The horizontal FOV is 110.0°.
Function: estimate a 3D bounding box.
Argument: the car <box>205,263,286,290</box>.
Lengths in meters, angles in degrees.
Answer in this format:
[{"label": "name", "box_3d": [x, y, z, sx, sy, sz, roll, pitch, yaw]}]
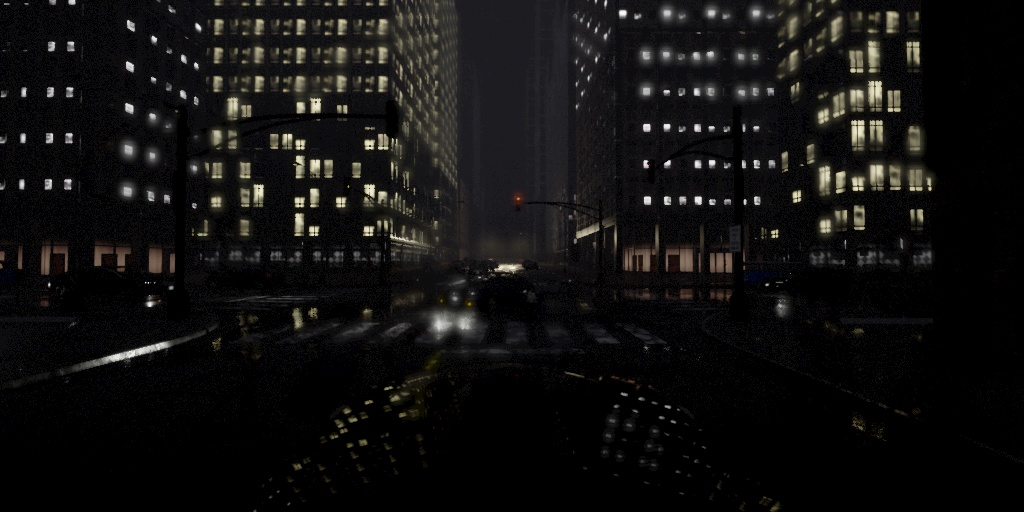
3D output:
[{"label": "car", "box_3d": [-16.492, 1.255, 22.231, 4.097, 1.591, 1.967, 0, 0, 0]}]

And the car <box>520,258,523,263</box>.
[{"label": "car", "box_3d": [2.694, 1.298, 60.204, 1.751, 1.417, 4.829, 0, 0, 0]}]

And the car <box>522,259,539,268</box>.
[{"label": "car", "box_3d": [2.693, 1.350, 48.878, 1.802, 1.307, 4.207, 0, 0, 0]}]

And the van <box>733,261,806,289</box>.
[{"label": "van", "box_3d": [15.982, 1.210, 22.155, 3.998, 1.789, 1.690, 0, 0, 0]}]

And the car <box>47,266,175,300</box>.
[{"label": "car", "box_3d": [-18.086, 1.191, 16.459, 4.902, 1.511, 2.128, 0, -1, 0]}]

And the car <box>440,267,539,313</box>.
[{"label": "car", "box_3d": [-0.798, 1.318, 14.188, 1.994, 1.385, 4.181, 0, 0, 38]}]

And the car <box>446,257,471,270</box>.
[{"label": "car", "box_3d": [-5.688, 1.203, 37.667, 1.967, 1.591, 4.097, 0, 0, 0]}]

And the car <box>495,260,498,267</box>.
[{"label": "car", "box_3d": [-3.093, 1.292, 44.571, 1.812, 1.442, 4.674, 0, 0, 0]}]

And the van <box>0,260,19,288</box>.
[{"label": "van", "box_3d": [-33.437, 1.132, 22.269, 3.998, 1.789, 1.690, 0, 0, 0]}]

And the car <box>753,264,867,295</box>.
[{"label": "car", "box_3d": [16.367, 1.324, 19.580, 4.892, 1.490, 1.837, 0, -1, 0]}]

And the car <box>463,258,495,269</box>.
[{"label": "car", "box_3d": [-3.096, 1.254, 34.366, 2.128, 1.511, 4.902, 0, 0, 0]}]
